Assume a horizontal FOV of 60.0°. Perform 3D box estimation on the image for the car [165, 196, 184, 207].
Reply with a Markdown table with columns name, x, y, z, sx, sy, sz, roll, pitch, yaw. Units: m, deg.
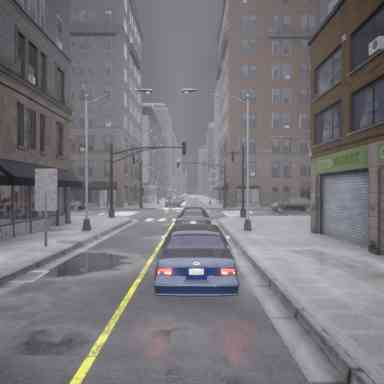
| name | x | y | z | sx | sy | sz | roll | pitch | yaw |
| --- | --- | --- | --- | --- | --- | --- | --- | --- | --- |
| car | -2.811 | 1.351 | 49.799 | 2.097 | 1.767 | 4.553 | 0 | 0 | 1 |

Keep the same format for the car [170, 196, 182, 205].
| name | x | y | z | sx | sy | sz | roll | pitch | yaw |
| --- | --- | --- | --- | --- | --- | --- | --- | --- | --- |
| car | -2.759 | 1.526 | 58.528 | 1.812 | 1.442 | 4.674 | 0 | 0 | 0 |

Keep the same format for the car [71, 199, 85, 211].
| name | x | y | z | sx | sy | sz | roll | pitch | yaw |
| --- | --- | --- | --- | --- | --- | --- | --- | --- | --- |
| car | -14.698 | 1.539 | 39.244 | 4.313 | 1.339 | 1.947 | 0 | 0 | 0 |

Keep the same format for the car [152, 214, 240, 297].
| name | x | y | z | sx | sy | sz | roll | pitch | yaw |
| --- | --- | --- | --- | --- | --- | --- | --- | --- | --- |
| car | 0.093 | 1.547 | 8.768 | 2.033 | 1.411 | 5.357 | 0 | 0 | 0 |

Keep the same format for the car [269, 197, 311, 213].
| name | x | y | z | sx | sy | sz | roll | pitch | yaw |
| --- | --- | --- | --- | --- | --- | --- | --- | --- | --- |
| car | 10.885 | 1.353 | 36.641 | 4.553 | 1.767 | 2.097 | 0 | 0 | 0 |

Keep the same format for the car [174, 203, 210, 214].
| name | x | y | z | sx | sy | sz | roll | pitch | yaw |
| --- | --- | --- | --- | --- | --- | --- | --- | --- | --- |
| car | 0.085 | 1.563 | 19.315 | 1.994 | 1.385 | 4.181 | 0 | 0 | 1 |

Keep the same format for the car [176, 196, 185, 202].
| name | x | y | z | sx | sy | sz | roll | pitch | yaw |
| --- | --- | --- | --- | --- | --- | --- | --- | --- | --- |
| car | -2.655 | 1.599 | 78.845 | 1.895 | 1.301 | 4.718 | 0 | 0 | 0 |

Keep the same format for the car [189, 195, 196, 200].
| name | x | y | z | sx | sy | sz | roll | pitch | yaw |
| --- | --- | --- | --- | --- | --- | --- | --- | --- | --- |
| car | 0.110 | 1.530 | 91.501 | 1.812 | 1.442 | 4.674 | 0 | 0 | 0 |
